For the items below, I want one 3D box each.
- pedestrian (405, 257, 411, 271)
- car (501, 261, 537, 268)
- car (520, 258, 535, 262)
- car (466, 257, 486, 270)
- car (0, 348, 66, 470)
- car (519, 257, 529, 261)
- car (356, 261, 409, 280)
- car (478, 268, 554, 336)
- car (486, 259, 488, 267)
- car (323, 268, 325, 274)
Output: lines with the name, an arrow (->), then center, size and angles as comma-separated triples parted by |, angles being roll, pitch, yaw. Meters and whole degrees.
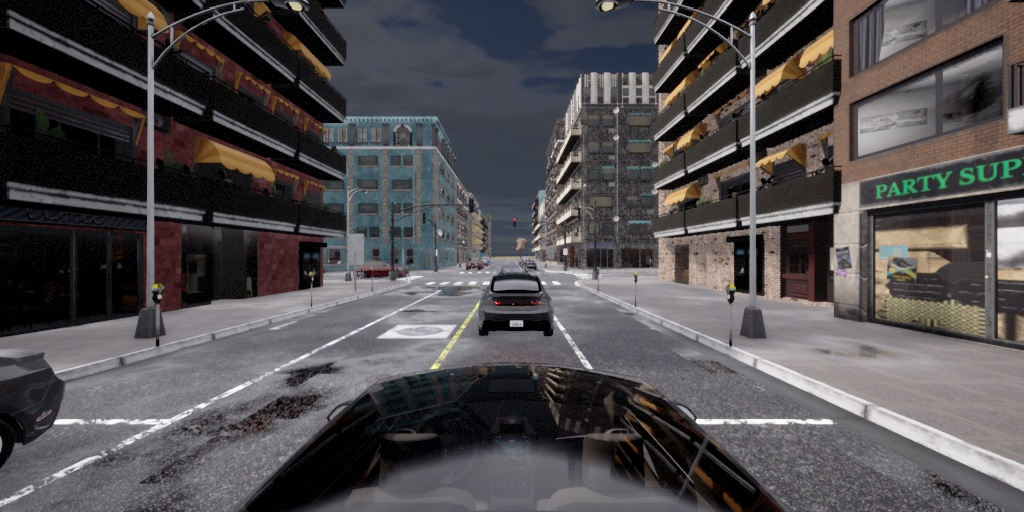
pedestrian -> -12.162, 1.029, 41.689 | 0.375, 1.860, 0.375 | 0, 1, 0
car -> 0.096, 1.239, 19.702 | 2.128, 1.511, 4.902 | 0, 0, 0
car -> 2.551, 1.303, 50.943 | 1.948, 1.339, 4.313 | 0, 0, 0
car -> -5.329, 1.051, 50.941 | 2.192, 1.841, 5.009 | 0, 0, 0
car -> -5.315, 1.300, 1.691 | 2.007, 1.370, 4.403 | 0, 0, 0
car -> 2.548, 1.312, 62.047 | 1.802, 1.307, 4.207 | 0, 0, 0
car -> -11.955, 1.225, 33.327 | 4.553, 1.767, 2.097 | -1, 0, 0
car -> 0.094, 1.254, 10.367 | 1.837, 1.490, 4.892 | 0, 0, 0
car -> -5.331, 1.278, 56.493 | 1.888, 1.381, 4.507 | 0, 0, 0
car -> -22.465, 1.592, 38.823 | 4.207, 1.307, 1.802 | 0, 0, 0
